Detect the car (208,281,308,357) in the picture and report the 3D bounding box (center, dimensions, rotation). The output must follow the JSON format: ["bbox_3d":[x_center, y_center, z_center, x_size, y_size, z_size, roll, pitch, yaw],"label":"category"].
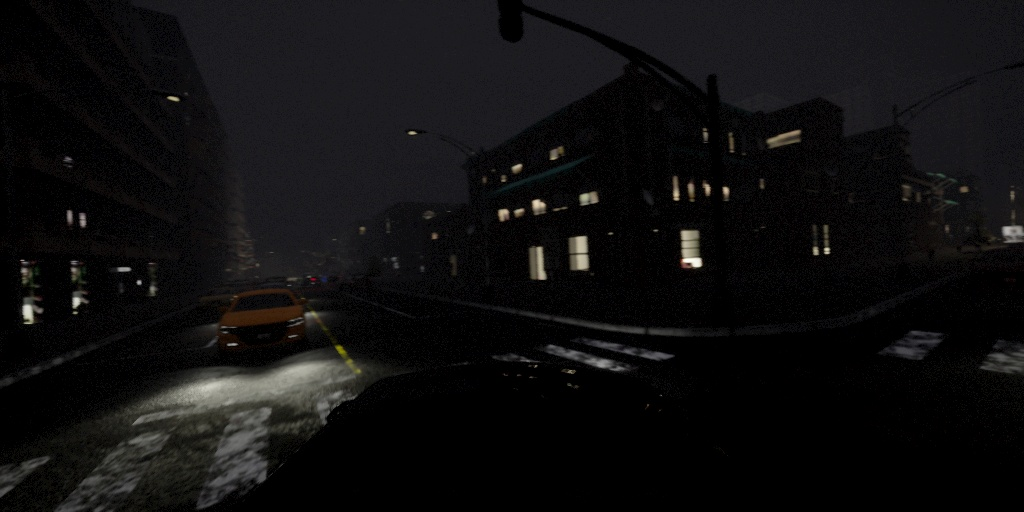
[{"bbox_3d":[-7.363,1.753,10.767,1.882,1.535,5.008,-3,-1,-33],"label":"car"}]

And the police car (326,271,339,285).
[{"bbox_3d":[-23.680,2.908,47.859,1.930,1.638,5.238,-3,-1,-33],"label":"police car"}]

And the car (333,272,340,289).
[{"bbox_3d":[-16.116,2.543,35.263,1.802,1.307,4.207,0,0,-33],"label":"car"}]

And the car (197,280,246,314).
[{"bbox_3d":[-17.039,2.426,21.022,1.751,1.417,4.829,0,0,-33],"label":"car"}]

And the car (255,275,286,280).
[{"bbox_3d":[-18.132,2.360,27.629,2.097,1.767,4.553,-3,-1,-33],"label":"car"}]

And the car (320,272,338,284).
[{"bbox_3d":[-27.381,3.214,53.664,1.882,1.535,5.008,-3,-1,-33],"label":"car"}]

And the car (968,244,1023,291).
[{"bbox_3d":[17.207,0.387,12.222,4.507,1.381,1.888,0,0,-33],"label":"car"}]

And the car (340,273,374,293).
[{"bbox_3d":[-13.044,2.191,30.496,1.967,1.591,4.097,0,0,-33],"label":"car"}]

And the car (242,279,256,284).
[{"bbox_3d":[-20.142,2.658,25.975,2.007,1.370,4.403,0,0,-33],"label":"car"}]

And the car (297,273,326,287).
[{"bbox_3d":[-23.406,2.910,41.811,2.128,1.511,4.902,-3,0,-33],"label":"car"}]

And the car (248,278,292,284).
[{"bbox_3d":[-12.695,2.164,19.114,1.812,1.442,4.674,-3,-1,-33],"label":"car"}]
